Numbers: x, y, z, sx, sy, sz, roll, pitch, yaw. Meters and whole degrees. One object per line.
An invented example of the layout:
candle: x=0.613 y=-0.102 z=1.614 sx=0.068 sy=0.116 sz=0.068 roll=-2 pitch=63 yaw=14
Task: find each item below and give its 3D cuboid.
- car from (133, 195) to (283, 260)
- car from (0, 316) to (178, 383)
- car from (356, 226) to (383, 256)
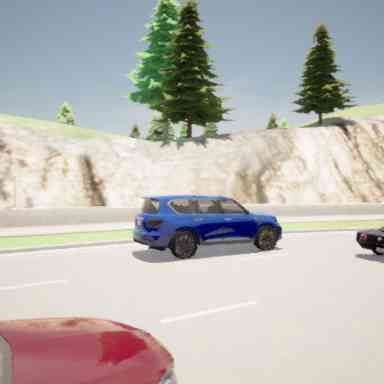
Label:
car: x=0.670 y=1.116 z=12.095 sx=5.566 sy=2.045 sz=2.150 roll=0 pitch=0 yaw=-27
car: x=-2.220 y=1.493 z=1.977 sx=4.674 sy=1.442 sz=1.812 roll=0 pitch=0 yaw=-36
car: x=8.024 y=1.543 z=11.170 sx=4.718 sy=1.301 sz=1.895 roll=0 pitch=1 yaw=-19
